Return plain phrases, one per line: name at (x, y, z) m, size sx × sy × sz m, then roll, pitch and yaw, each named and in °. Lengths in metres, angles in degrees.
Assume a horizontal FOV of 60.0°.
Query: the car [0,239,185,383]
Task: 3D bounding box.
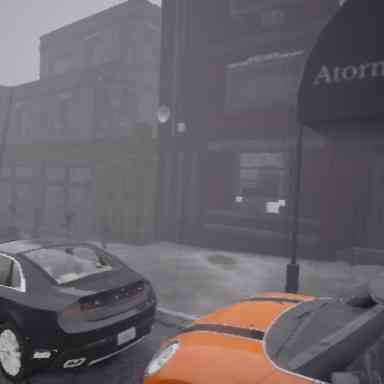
car at (-2.781, 1.530, 5.515) m, size 4.892 × 1.521 × 2.231 m, roll -1°, pitch 0°, yaw 35°
